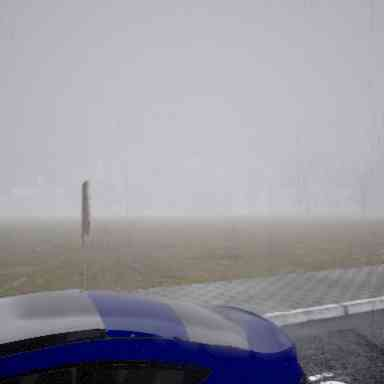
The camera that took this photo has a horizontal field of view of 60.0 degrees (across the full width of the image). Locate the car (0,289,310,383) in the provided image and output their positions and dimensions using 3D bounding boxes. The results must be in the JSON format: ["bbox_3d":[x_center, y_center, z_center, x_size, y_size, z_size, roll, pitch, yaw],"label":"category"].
[{"bbox_3d":[-1.285,1.481,2.043,4.674,1.442,1.812,0,0,-28],"label":"car"}]
